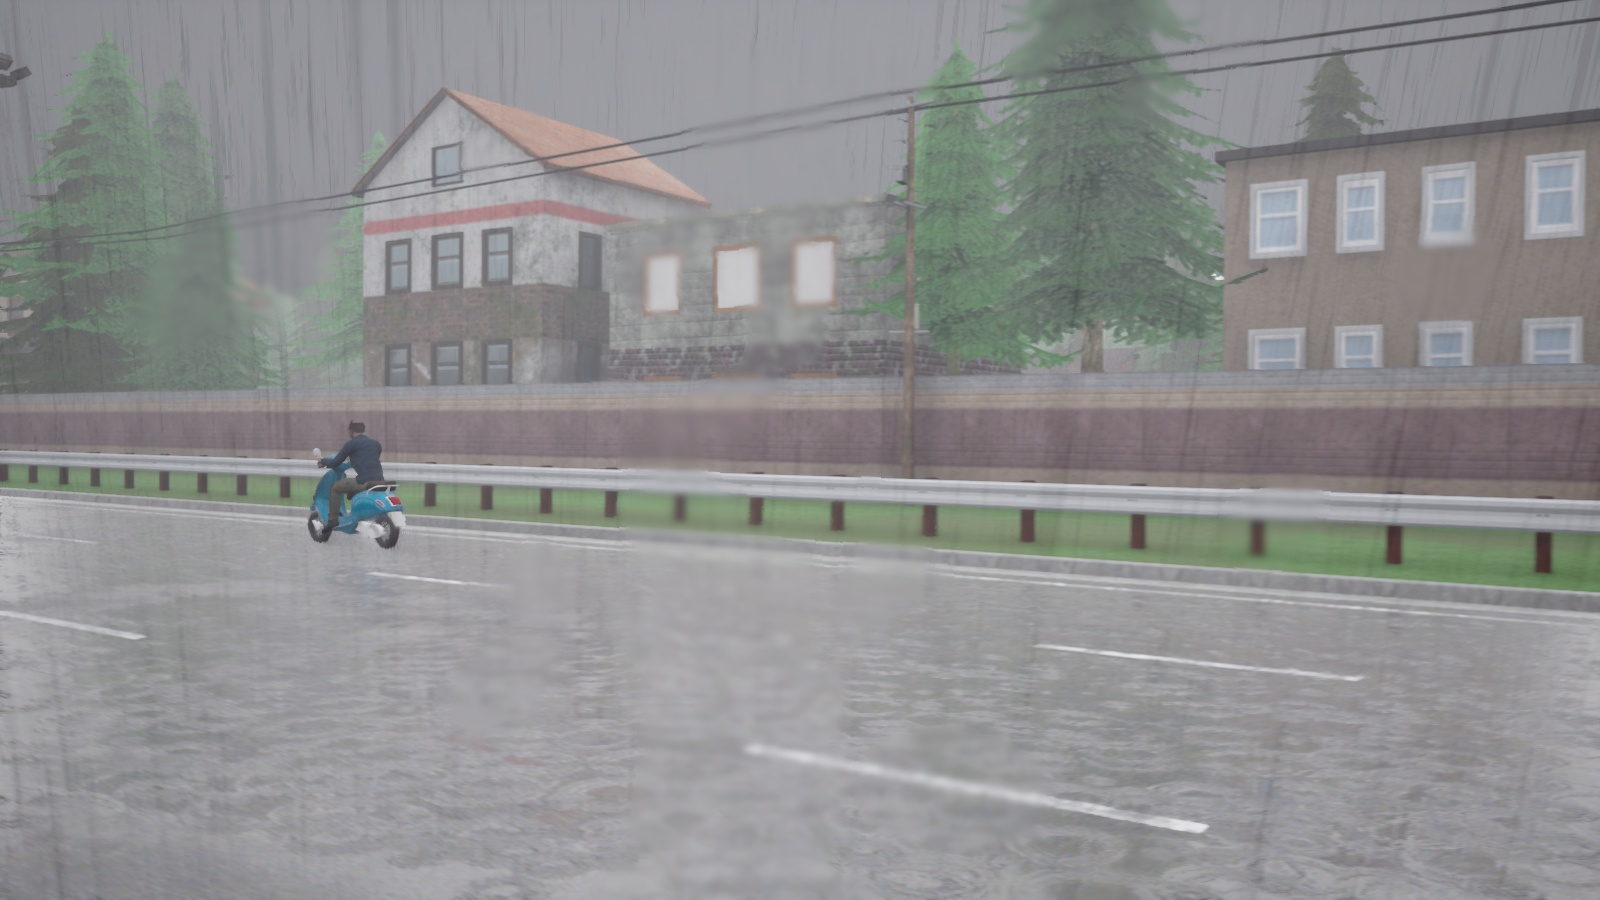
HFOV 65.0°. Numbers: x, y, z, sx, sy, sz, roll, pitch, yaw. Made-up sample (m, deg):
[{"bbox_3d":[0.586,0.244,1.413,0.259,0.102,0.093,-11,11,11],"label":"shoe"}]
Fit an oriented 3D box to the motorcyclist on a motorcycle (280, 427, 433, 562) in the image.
[{"bbox_3d":[-5.558,0.521,15.719,1.817,1.590,0.866,0,1,34],"label":"motorcyclist on a motorcycle"}]
